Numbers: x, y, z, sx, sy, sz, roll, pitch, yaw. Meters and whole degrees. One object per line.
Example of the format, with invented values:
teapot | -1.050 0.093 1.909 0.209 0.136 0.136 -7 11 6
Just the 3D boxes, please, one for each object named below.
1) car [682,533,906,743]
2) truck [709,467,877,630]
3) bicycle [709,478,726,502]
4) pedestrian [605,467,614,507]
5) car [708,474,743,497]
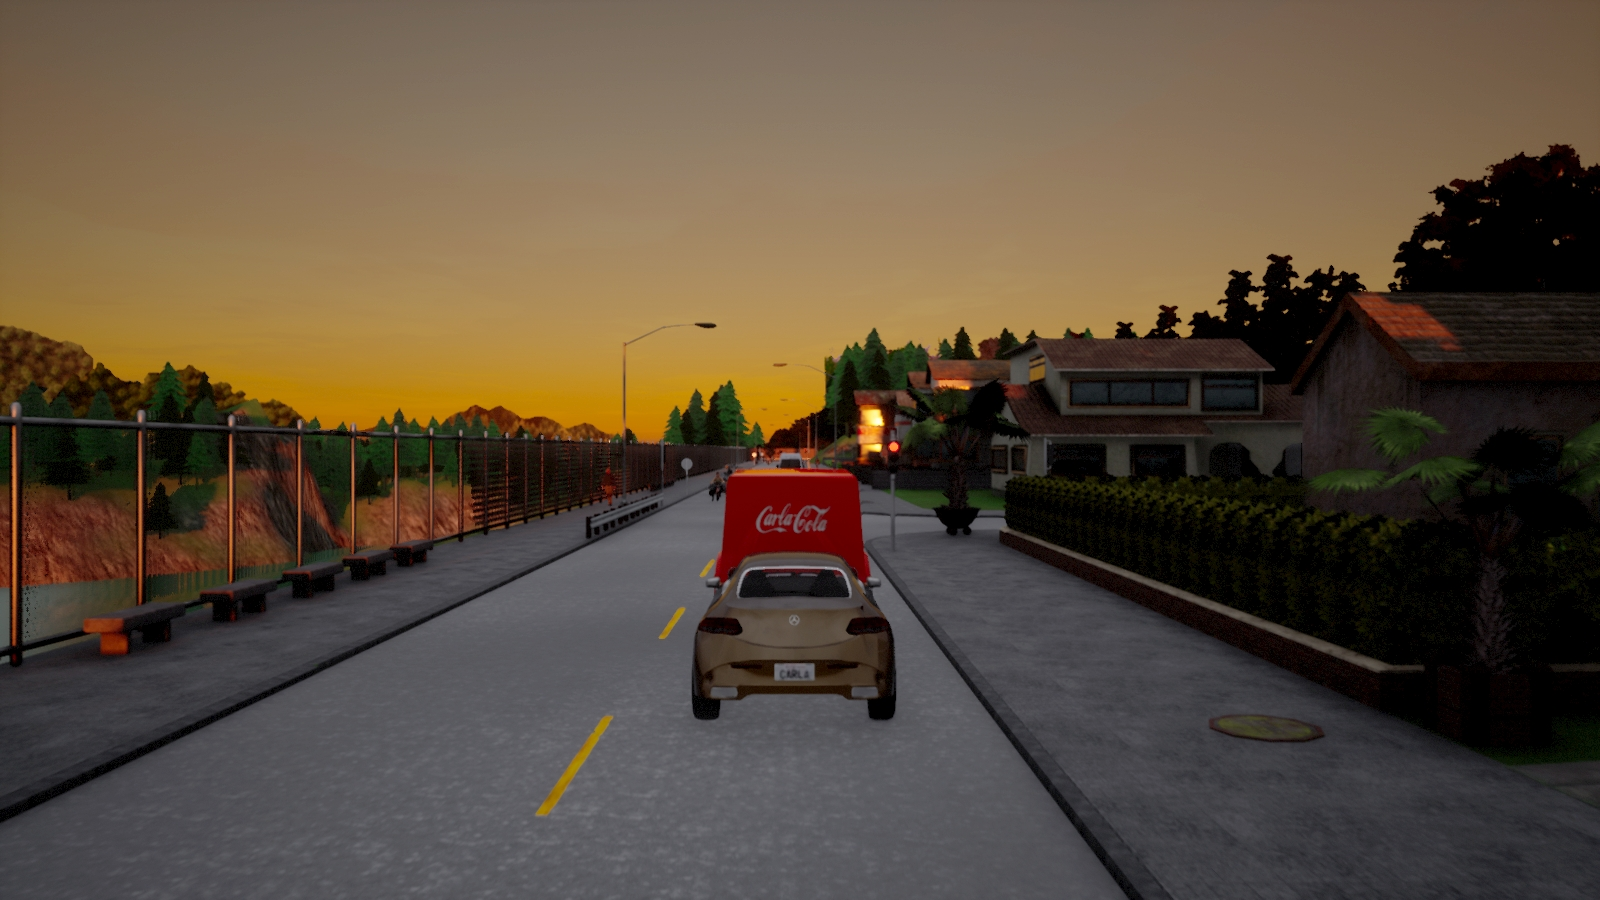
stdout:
car | -0.076 1.994 13.501 2.152 1.651 5.027 0 0 -1
truck | -0.133 1.571 20.421 2.627 2.467 5.204 0 0 -1
bicycle | -4.493 2.166 62.505 0.859 1.276 1.487 0 0 0
pedestrian | -9.042 1.751 54.200 0.375 1.860 0.375 0 0 0
car | -4.568 2.164 70.433 1.895 1.301 4.718 0 0 0
